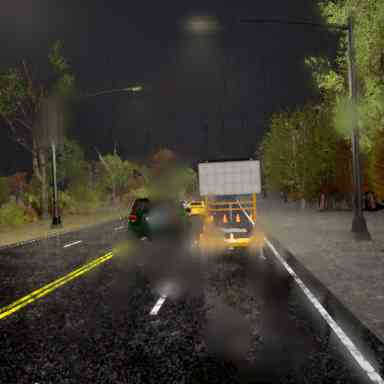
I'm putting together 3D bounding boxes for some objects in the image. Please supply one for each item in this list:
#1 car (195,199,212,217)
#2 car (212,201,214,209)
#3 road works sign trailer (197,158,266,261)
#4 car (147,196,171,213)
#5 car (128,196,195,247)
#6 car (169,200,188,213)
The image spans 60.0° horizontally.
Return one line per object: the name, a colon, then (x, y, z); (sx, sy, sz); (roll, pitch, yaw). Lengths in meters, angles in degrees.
car: (0.560, 1.653, 32.844); (1.882, 1.535, 5.008); (-3, 0, 6)
car: (1.890, 1.633, 44.670); (2.128, 1.511, 4.902); (-3, 0, 7)
road works sign trailer: (1.488, 0.539, 12.799); (2.380, 3.560, 2.880); (-3, 0, 6)
car: (-4.598, 1.656, 46.937); (2.150, 2.045, 5.566); (-3, 0, 7)
car: (-1.325, 1.337, 15.403); (2.150, 2.045, 5.566); (-2, -4, 5)
car: (-1.700, 1.824, 43.544); (1.812, 1.442, 4.674); (-3, 0, 6)
